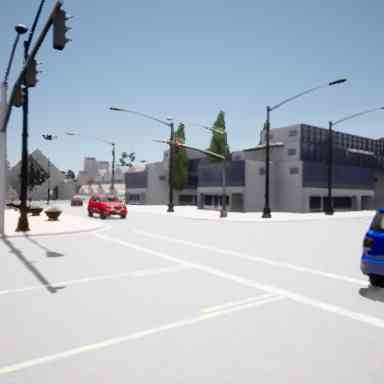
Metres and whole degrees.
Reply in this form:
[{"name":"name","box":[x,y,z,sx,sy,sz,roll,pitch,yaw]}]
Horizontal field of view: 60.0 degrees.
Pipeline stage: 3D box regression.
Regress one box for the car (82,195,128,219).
[{"name":"car","box":[-7.768,1.320,30.222,2.150,2.045,5.566,1,-1,-35]}]

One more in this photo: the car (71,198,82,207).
[{"name":"car","box":[-19.279,1.662,55.828,1.882,1.535,5.008,1,-1,-20]}]

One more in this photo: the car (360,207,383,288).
[{"name":"car","box":[6.471,1.341,8.375,5.566,2.045,2.150,0,0,-36]}]
